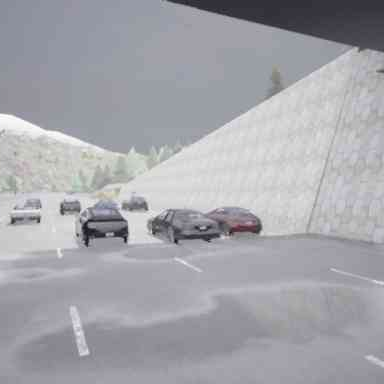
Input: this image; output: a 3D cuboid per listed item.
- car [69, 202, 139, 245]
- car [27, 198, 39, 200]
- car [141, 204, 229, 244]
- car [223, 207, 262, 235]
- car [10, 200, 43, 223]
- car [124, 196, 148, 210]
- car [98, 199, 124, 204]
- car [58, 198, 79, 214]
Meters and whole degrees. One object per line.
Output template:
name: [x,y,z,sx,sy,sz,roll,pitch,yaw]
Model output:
car: [-4.229,1.443,15.319,2.128,1.511,4.902,0,0,-24]
car: [-18.036,1.432,37.785,2.033,1.411,5.357,0,0,-24]
car: [-0.581,1.497,15.731,2.033,1.411,5.357,0,0,-24]
car: [2.041,1.503,18.449,1.994,1.385,4.181,0,0,-24]
car: [-12.164,1.526,24.563,1.895,1.301,4.718,0,0,-24]
car: [-6.529,1.236,37.742,2.097,1.767,4.553,0,1,-24]
car: [-8.963,1.439,34.600,2.033,1.411,5.357,0,0,-24]
car: [-12.264,1.386,33.412,2.128,1.511,4.902,0,0,-24]
